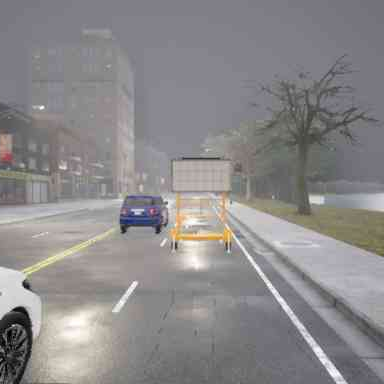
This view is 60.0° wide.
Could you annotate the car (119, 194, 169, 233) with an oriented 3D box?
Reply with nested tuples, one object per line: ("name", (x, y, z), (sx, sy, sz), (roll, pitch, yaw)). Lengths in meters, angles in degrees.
("car", (-2.634, 1.131, 19.209), (2.150, 2.045, 5.566), (0, 0, 1))

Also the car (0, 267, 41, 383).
("car", (-3.069, 1.216, 1.930), (2.150, 2.045, 5.566), (0, -1, 1))

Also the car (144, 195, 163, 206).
("car", (-5.379, 1.192, 47.150), (2.033, 1.411, 5.357), (0, 1, 1))

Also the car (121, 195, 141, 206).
("car", (-8.622, 1.149, 47.306), (1.837, 1.490, 4.892), (0, 1, 2))

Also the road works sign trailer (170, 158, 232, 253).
("road works sign trailer", (0.372, 0.417, 13.477), (2.380, 3.560, 2.880), (0, 0, 1))
